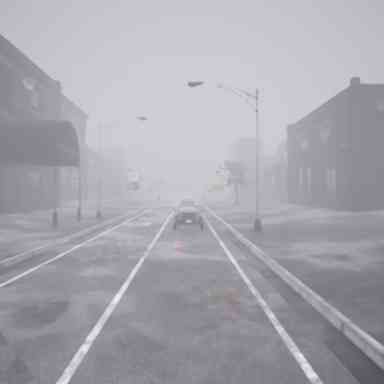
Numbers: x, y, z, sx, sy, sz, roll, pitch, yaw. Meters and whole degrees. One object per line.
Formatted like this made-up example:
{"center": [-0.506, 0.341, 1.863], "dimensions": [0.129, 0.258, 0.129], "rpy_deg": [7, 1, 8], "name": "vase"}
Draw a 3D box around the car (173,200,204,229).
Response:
{"center": [-0.230, 1.505, 21.459], "dimensions": [1.812, 1.442, 4.674], "rpy_deg": [0, 0, -1], "name": "car"}
